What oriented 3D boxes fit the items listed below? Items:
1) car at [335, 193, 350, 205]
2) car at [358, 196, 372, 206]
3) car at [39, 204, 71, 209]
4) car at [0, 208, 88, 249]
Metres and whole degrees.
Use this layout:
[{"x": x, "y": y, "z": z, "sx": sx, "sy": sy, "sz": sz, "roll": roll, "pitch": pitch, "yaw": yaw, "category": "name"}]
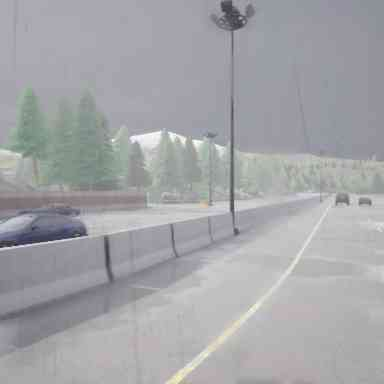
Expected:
[{"x": 25.911, "y": 1.218, "z": 57.363, "sx": 2.150, "sy": 2.045, "sz": 5.566, "roll": 0, "pitch": 0, "yaw": 24, "category": "car"}, {"x": 29.398, "y": 1.488, "z": 56.597, "sx": 2.128, "sy": 1.511, "sz": 4.902, "roll": 0, "pitch": 0, "yaw": 24, "category": "car"}, {"x": -11.035, "y": 1.601, "z": 26.043, "sx": 1.895, "sy": 1.301, "sz": 4.718, "roll": 0, "pitch": 0, "yaw": 24, "category": "car"}, {"x": -5.887, "y": 1.525, "z": 12.225, "sx": 1.812, "sy": 1.442, "sz": 4.674, "roll": 0, "pitch": 0, "yaw": 27, "category": "car"}]
